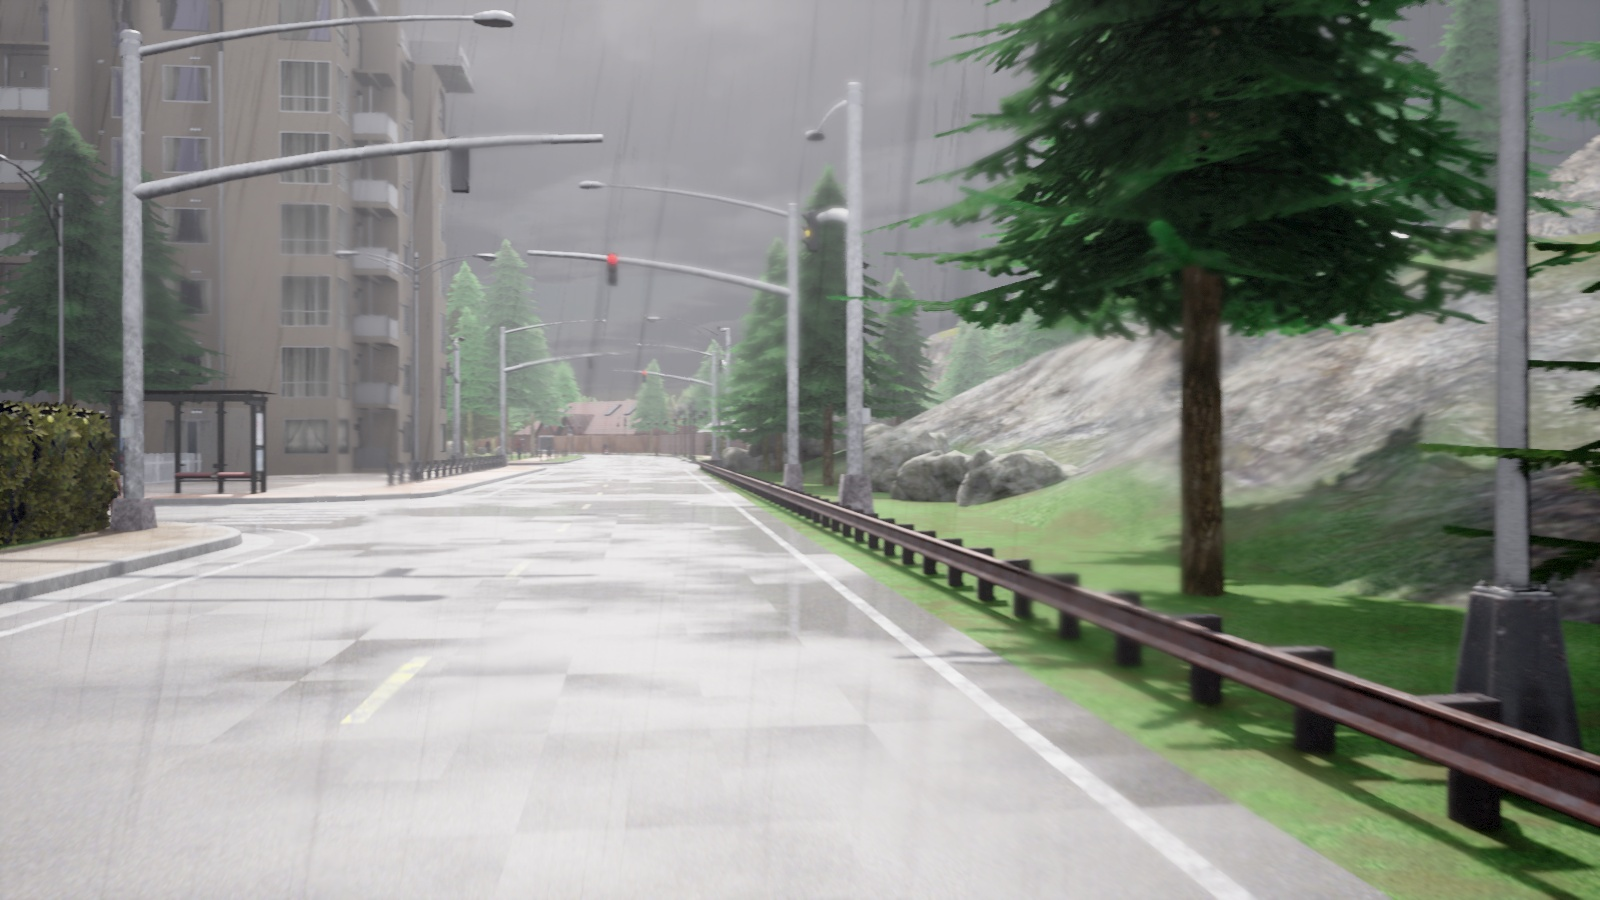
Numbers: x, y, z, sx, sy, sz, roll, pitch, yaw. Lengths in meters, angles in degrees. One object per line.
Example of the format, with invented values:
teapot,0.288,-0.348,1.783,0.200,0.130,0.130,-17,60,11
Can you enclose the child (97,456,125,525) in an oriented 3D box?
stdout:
child,-11.307,0.662,20.608,0.255,1.110,0.394,0,0,-5
